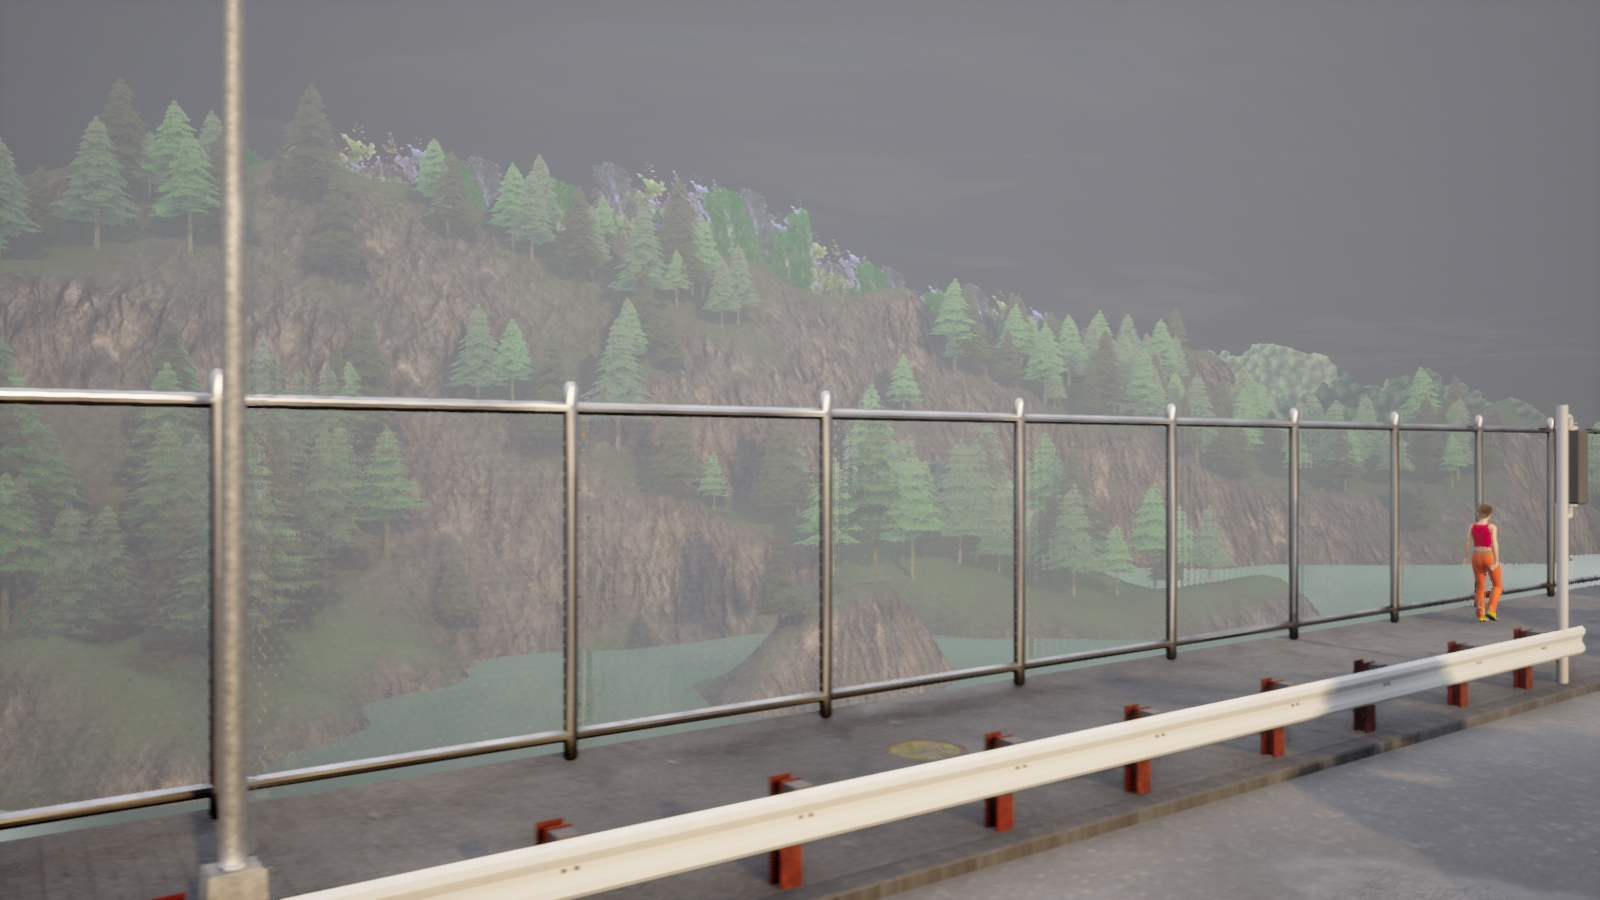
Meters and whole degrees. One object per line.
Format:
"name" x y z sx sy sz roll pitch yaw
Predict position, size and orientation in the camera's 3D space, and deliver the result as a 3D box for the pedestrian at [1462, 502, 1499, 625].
"pedestrian" 10.524 1.744 17.678 0.375 1.860 0.375 0 0 -37
